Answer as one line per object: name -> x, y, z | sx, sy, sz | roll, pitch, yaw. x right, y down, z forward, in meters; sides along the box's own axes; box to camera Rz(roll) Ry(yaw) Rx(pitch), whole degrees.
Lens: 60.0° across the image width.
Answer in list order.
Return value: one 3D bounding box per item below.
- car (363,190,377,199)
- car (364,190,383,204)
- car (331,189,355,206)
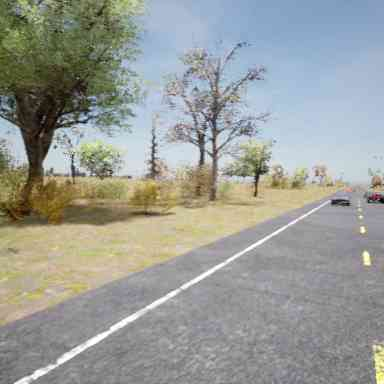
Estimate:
car -> 31.462, 0.356, 58.755 | 2.033, 1.411, 5.357 | 2, 2, 27
car -> 23.621, 0.653, 42.799 | 1.837, 1.490, 4.892 | 2, 2, 26
car -> 16.533, 0.717, 36.788 | 2.033, 1.411, 5.357 | 2, 2, 27
